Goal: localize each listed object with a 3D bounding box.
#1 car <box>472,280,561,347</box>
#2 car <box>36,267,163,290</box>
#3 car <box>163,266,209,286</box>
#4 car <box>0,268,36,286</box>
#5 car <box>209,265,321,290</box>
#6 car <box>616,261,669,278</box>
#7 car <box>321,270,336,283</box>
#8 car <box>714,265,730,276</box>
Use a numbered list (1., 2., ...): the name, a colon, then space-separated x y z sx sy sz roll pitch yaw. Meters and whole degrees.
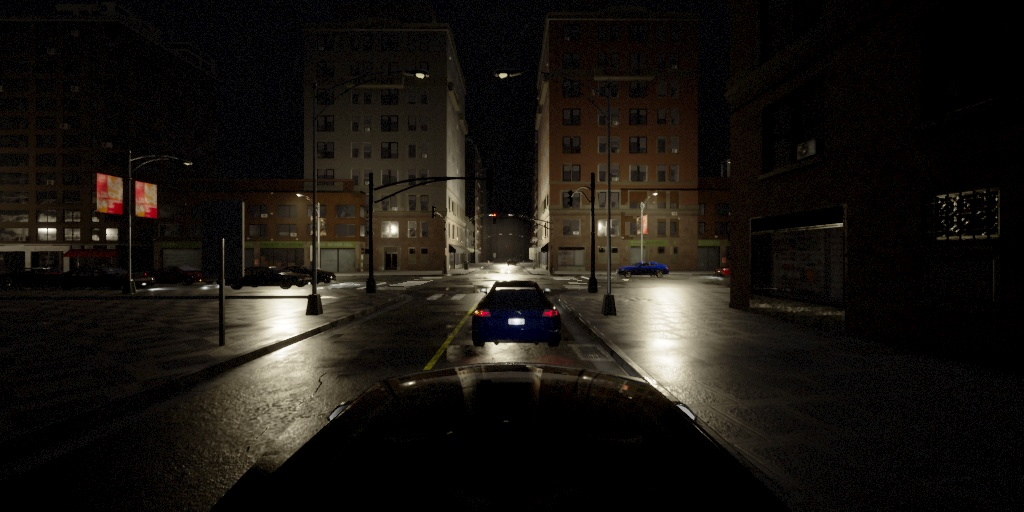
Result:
1. car: 0.096 1.314 9.355 1.994 1.385 4.181 0 0 0
2. car: -25.837 1.390 22.590 5.357 1.411 2.033 0 0 0
3. car: -23.824 1.399 25.845 4.181 1.385 1.994 0 0 -1
4. car: -33.715 1.469 25.806 4.718 1.301 1.895 0 0 0
5. car: -15.457 1.350 22.638 5.357 1.411 2.033 0 0 0
6. car: 11.860 1.218 32.719 4.674 1.442 1.812 0 0 0
7. car: -15.043 1.365 25.889 4.181 1.385 1.994 0 0 0
8. car: 20.900 1.225 32.758 4.181 1.385 1.994 0 0 0
